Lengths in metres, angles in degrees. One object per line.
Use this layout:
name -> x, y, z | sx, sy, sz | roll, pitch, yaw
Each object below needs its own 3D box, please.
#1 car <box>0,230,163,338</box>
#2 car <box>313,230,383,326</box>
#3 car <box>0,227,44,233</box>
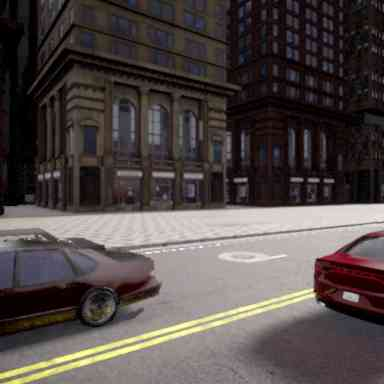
car -> -3.124, 1.549, 5.448 | 5.357, 1.411, 2.033 | 0, 0, -36
car -> 4.509, 1.502, 6.658 | 5.008, 1.535, 1.882 | 0, 0, -35
car -> -4.719, 1.604, 8.303 | 4.718, 1.301, 1.895 | 0, 0, -36
